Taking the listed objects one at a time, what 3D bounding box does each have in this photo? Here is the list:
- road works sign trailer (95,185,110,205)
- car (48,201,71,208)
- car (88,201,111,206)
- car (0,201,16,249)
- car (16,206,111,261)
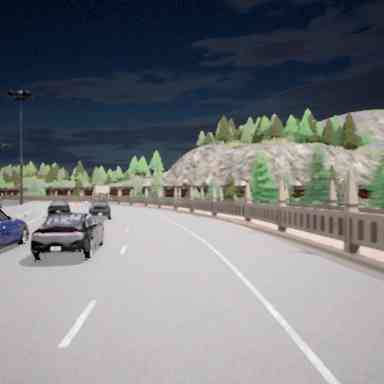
[{"bbox_3d":[-14.410,0.617,53.495,2.380,3.560,2.880,0,0,-18],"label":"road works sign trailer"},{"bbox_3d":[-12.592,1.588,31.610,1.882,1.535,5.008,0,0,-19],"label":"car"},{"bbox_3d":[-8.268,1.582,29.633,1.837,1.490,4.892,0,0,-17],"label":"car"},{"bbox_3d":[-8.053,1.398,12.842,2.097,1.767,4.553,0,0,-8],"label":"car"},{"bbox_3d":[-4.459,1.519,12.516,2.128,1.511,4.902,0,0,-7],"label":"car"}]
